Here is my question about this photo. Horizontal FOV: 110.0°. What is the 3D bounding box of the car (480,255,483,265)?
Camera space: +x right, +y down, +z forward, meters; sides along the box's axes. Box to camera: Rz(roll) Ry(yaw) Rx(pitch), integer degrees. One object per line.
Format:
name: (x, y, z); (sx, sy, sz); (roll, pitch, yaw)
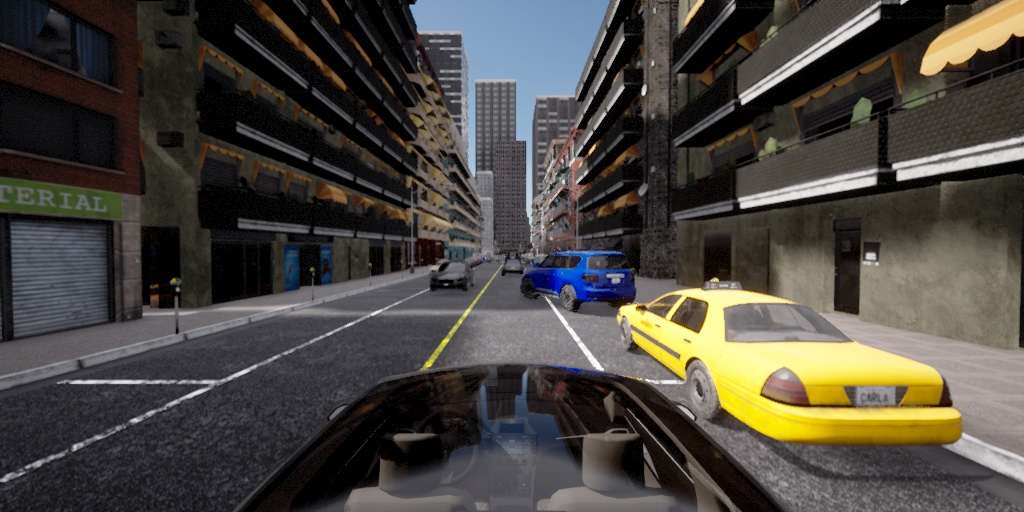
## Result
car: (-5.668, 0.718, 52.273); (1.888, 1.381, 4.507); (0, 0, 0)

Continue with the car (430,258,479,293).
car: (-3.091, 1.051, 19.263); (1.837, 1.490, 4.892); (0, 1, 0)

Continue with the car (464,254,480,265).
car: (-5.671, 0.801, 46.749); (1.948, 1.339, 4.313); (0, 0, 0)

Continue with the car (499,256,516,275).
car: (0.094, 0.963, 32.302); (1.994, 1.385, 4.181); (0, 1, 0)

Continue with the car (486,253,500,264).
car: (-2.972, 0.514, 61.353); (1.812, 1.442, 4.674); (0, 1, 0)

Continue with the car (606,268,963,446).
car: (3.152, 1.160, 5.679); (1.801, 1.575, 5.366); (0, 1, 0)

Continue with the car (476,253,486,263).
car: (-5.666, 0.656, 57.796); (1.888, 1.381, 4.507); (0, 0, 0)

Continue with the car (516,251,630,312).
car: (2.301, 0.832, 13.819); (2.150, 2.045, 5.566); (0, 1, -21)

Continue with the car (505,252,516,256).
car: (0.120, 0.403, 51.650); (2.150, 2.045, 5.566); (0, 1, 0)
